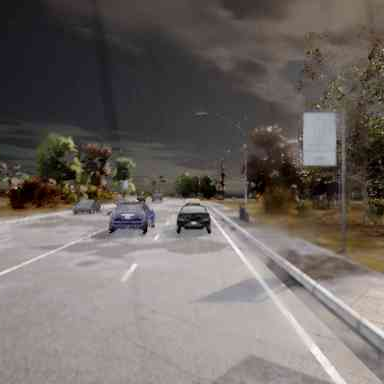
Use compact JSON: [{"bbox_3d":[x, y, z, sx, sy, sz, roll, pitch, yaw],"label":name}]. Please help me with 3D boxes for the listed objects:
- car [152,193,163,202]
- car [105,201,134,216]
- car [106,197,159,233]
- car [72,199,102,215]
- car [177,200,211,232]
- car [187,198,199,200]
[{"bbox_3d":[-7.667,1.218,73.584,2.150,2.045,5.566,0,0,-4],"label":"car"},{"bbox_3d":[-7.098,1.607,33.008,1.895,1.301,4.718,0,0,0],"label":"car"},{"bbox_3d":[-3.402,1.356,19.700,2.097,1.767,4.553,0,0,0],"label":"car"},{"bbox_3d":[-10.596,1.513,33.855,1.837,1.490,4.892,0,0,0],"label":"car"},{"bbox_3d":[0.098,1.481,19.938,1.882,1.535,5.008,0,0,0],"label":"car"},{"bbox_3d":[0.100,1.485,38.338,1.882,1.535,5.008,0,0,0],"label":"car"}]
